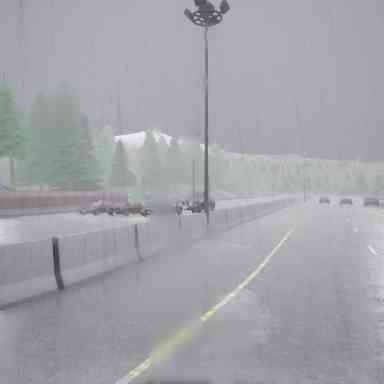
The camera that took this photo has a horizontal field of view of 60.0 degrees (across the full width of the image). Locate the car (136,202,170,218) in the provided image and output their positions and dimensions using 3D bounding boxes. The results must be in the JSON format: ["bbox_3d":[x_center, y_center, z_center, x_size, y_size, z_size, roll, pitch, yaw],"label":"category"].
[{"bbox_3d":[-2.979,1.565,30.463,1.994,1.385,4.181,0,0,22],"label":"car"}]

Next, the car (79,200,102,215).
[{"bbox_3d":[-9.291,1.561,33.526,1.812,1.442,4.674,0,0,22],"label":"car"}]

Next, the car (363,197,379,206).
[{"bbox_3d":[29.161,1.491,54.201,2.128,1.511,4.902,0,0,22],"label":"car"}]

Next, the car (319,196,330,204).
[{"bbox_3d":[25.403,1.491,63.675,2.128,1.511,4.902,0,0,22],"label":"car"}]

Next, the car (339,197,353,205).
[{"bbox_3d":[27.250,1.526,58.868,1.812,1.442,4.674,0,0,22],"label":"car"}]

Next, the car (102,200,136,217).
[{"bbox_3d":[-6.168,1.600,31.915,1.895,1.301,4.718,0,0,22],"label":"car"}]

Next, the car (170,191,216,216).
[{"bbox_3d":[0.456,0.879,29.622,2.150,2.045,5.566,0,0,22],"label":"car"}]
